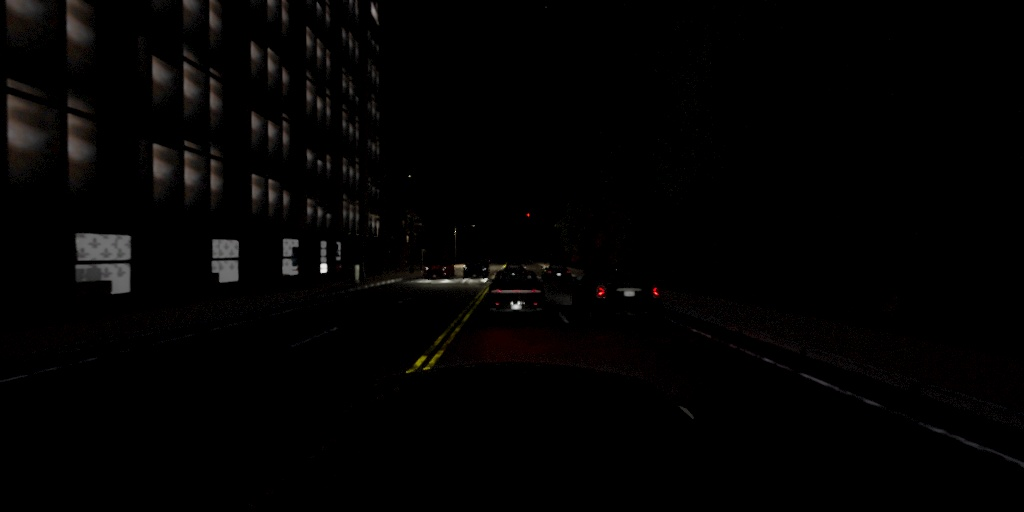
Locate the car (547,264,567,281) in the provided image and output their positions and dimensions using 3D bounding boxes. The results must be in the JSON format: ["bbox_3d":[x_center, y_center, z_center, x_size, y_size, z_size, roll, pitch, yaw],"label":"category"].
[{"bbox_3d":[3.428,1.307,28.103,1.994,1.385,4.181,0,0,0],"label":"car"}]

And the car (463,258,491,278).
[{"bbox_3d":[-3.202,1.094,33.068,2.097,1.767,4.553,0,0,1],"label":"car"}]

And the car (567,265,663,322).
[{"bbox_3d":[3.379,1.101,12.418,2.097,1.767,4.553,0,0,0],"label":"car"}]

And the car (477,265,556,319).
[{"bbox_3d":[0.131,1.239,12.708,2.128,1.511,4.902,0,0,0],"label":"car"}]

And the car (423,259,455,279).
[{"bbox_3d":[-6.461,1.094,32.214,2.097,1.767,4.553,0,0,1],"label":"car"}]
